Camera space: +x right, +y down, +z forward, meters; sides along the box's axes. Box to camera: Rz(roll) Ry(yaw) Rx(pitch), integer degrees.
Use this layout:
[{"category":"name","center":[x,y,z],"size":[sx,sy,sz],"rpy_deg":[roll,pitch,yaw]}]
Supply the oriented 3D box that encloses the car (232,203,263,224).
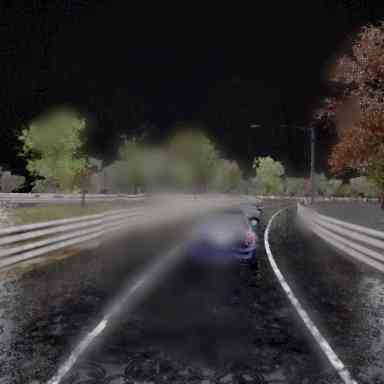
[{"category":"car","center":[4.541,1.656,26.547],"size":[1.994,1.385,4.181],"rpy_deg":[0,0,16]}]

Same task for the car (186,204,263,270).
[{"category":"car","center":[1.157,1.377,11.440],"size":[2.097,1.767,4.553],"rpy_deg":[0,0,9]}]
